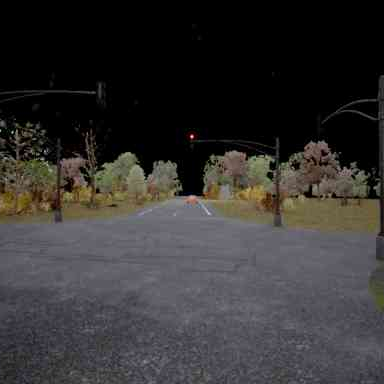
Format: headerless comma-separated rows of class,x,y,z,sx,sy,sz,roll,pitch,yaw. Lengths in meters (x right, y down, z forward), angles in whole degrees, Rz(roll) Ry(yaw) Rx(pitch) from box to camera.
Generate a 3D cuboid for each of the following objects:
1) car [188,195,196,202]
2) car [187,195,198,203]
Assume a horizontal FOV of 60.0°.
car,0.070,1.449,78.060,1.812,1.442,4.674,0,0,0
car,0.061,1.424,68.025,2.097,1.767,4.553,0,0,0
